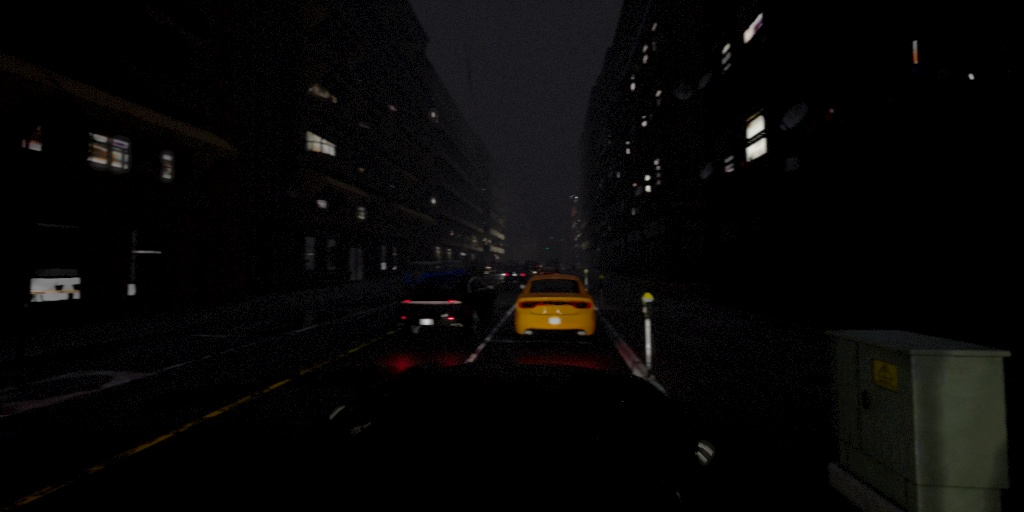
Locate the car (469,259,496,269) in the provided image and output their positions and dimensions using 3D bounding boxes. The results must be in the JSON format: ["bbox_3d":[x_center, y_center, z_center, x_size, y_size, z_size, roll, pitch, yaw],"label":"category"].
[{"bbox_3d":[-3.597,1.307,39.667,2.192,1.841,5.009,0,0,7],"label":"car"}]

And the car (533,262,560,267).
[{"bbox_3d":[2.892,1.395,27.679,1.888,1.381,4.507,0,0,7],"label":"car"}]

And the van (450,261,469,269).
[{"bbox_3d":[-4.926,1.280,28.687,1.690,1.789,3.998,0,0,7],"label":"van"}]

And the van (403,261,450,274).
[{"bbox_3d":[-5.591,1.255,23.196,1.690,1.789,3.998,0,0,7],"label":"van"}]

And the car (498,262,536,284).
[{"bbox_3d":[0.512,1.428,28.575,2.033,1.411,5.357,-1,0,7],"label":"car"}]

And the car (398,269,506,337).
[{"bbox_3d":[-1.668,1.300,10.621,2.128,1.511,4.902,-1,0,7],"label":"car"}]

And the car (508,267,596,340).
[{"bbox_3d":[1.216,1.253,10.187,1.882,1.535,5.008,-1,0,7],"label":"car"}]

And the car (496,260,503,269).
[{"bbox_3d":[-2.933,1.335,45.157,2.192,1.841,5.009,0,0,7],"label":"car"}]

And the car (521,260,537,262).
[{"bbox_3d":[2.568,1.322,46.455,2.097,1.767,4.553,-1,0,7],"label":"car"}]

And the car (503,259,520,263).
[{"bbox_3d":[0.007,1.502,48.211,2.128,1.511,4.902,-1,0,7],"label":"car"}]

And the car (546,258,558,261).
[{"bbox_3d":[4.228,1.342,38.660,1.967,1.591,4.097,0,0,7],"label":"car"}]
